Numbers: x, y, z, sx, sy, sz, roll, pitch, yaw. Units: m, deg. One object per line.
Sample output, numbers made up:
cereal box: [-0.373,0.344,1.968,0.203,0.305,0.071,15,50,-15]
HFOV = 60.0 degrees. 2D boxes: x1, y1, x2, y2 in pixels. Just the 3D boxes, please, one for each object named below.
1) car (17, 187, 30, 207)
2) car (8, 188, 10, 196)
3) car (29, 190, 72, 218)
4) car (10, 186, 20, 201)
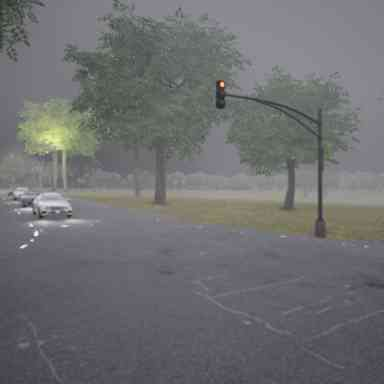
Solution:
car: [-13.734,0.558,28.959,1.994,1.385,4.181,0,2,-31]
car: [-25.685,-0.115,48.322,2.033,1.411,5.357,0,1,-31]
car: [-9.069,0.794,21.425,1.812,1.442,4.674,0,2,-32]
car: [-19.086,0.216,37.571,1.812,1.442,4.674,0,2,-32]
